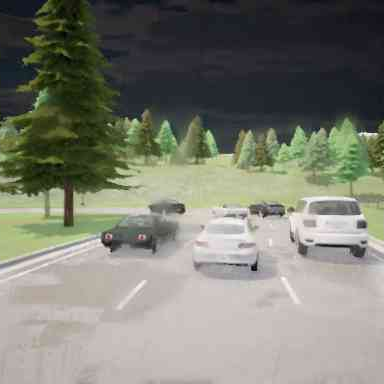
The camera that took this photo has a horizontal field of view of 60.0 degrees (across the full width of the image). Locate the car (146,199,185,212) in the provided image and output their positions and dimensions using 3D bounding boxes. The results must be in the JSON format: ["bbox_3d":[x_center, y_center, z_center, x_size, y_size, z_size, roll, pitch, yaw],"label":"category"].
[{"bbox_3d":[-2.632,1.429,32.044,1.882,1.535,5.008,1,-1,-35],"label":"car"}]

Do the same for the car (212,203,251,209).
[{"bbox_3d":[3.111,1.570,28.461,1.895,1.301,4.718,0,0,-11],"label":"car"}]

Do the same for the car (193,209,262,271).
[{"bbox_3d":[1.189,1.514,10.811,1.812,1.442,4.674,0,0,10],"label":"car"}]

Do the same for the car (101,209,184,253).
[{"bbox_3d":[-1.856,1.579,13.611,1.895,1.301,4.718,0,0,10],"label":"car"}]

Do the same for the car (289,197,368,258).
[{"bbox_3d":[5.133,1.211,13.127,2.150,2.045,5.566,0,-1,12],"label":"car"}]

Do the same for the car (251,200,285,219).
[{"bbox_3d":[6.352,1.467,29.263,2.128,1.511,4.902,0,0,-12],"label":"car"}]
